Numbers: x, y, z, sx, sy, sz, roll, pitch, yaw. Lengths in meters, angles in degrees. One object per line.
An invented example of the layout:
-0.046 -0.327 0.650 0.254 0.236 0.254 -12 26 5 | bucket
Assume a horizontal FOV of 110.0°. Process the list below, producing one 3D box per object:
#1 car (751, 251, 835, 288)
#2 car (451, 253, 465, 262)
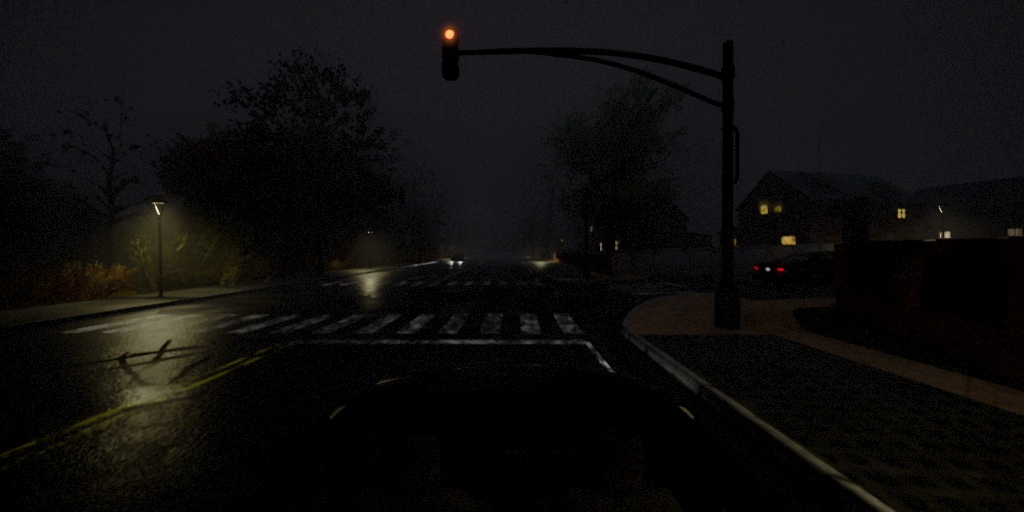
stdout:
12.862 0.511 14.782 5.357 1.411 2.033 -2 0 -5 | car
-9.570 0.201 63.703 1.837 1.490 4.892 0 1 0 | car
